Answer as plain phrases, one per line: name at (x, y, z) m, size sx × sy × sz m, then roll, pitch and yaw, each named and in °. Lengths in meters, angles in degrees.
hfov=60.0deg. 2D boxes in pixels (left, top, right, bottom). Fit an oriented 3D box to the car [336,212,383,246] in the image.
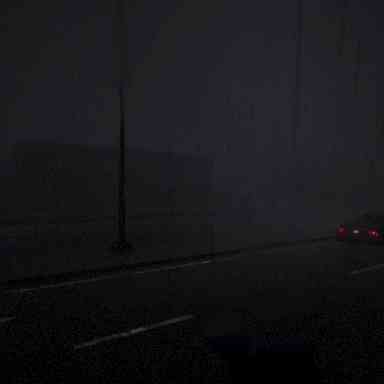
car at (8.269, 1.562, 14.066) m, size 5.357 × 1.411 × 2.033 m, roll 0°, pitch 0°, yaw -35°
